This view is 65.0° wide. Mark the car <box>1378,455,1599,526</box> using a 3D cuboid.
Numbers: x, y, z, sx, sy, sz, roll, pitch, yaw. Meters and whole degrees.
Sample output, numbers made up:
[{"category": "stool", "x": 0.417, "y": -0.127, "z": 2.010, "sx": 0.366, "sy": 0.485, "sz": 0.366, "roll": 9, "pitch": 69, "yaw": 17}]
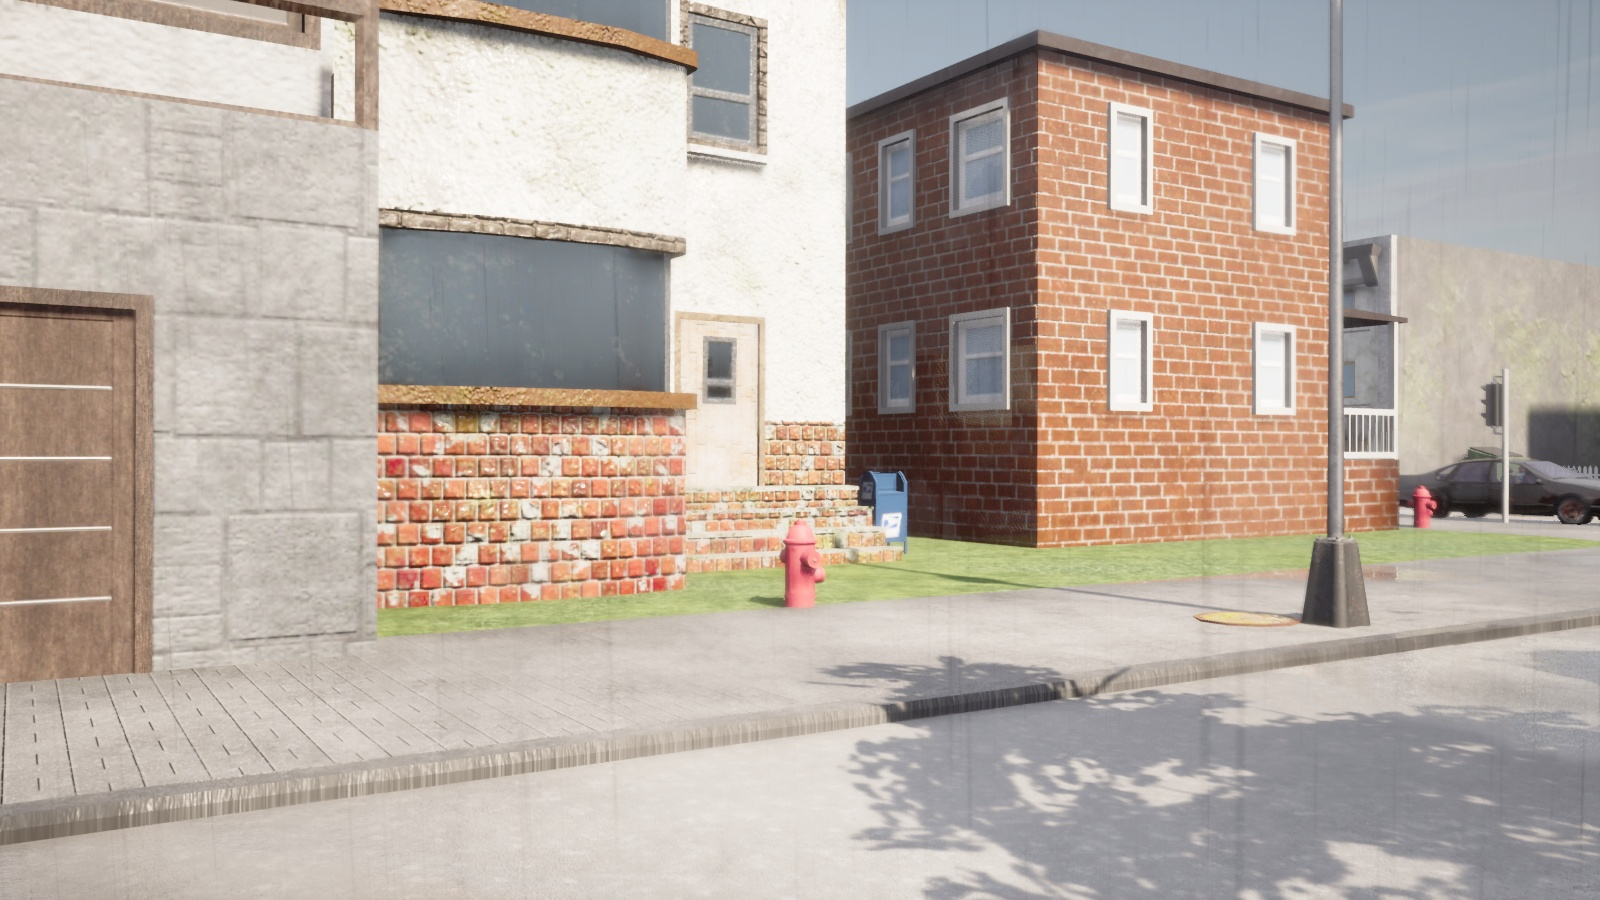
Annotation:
[{"category": "car", "x": 15.830, "y": 0.826, "z": 27.684, "sx": 2.033, "sy": 1.411, "sz": 5.357, "roll": 0, "pitch": 0, "yaw": -32}]
